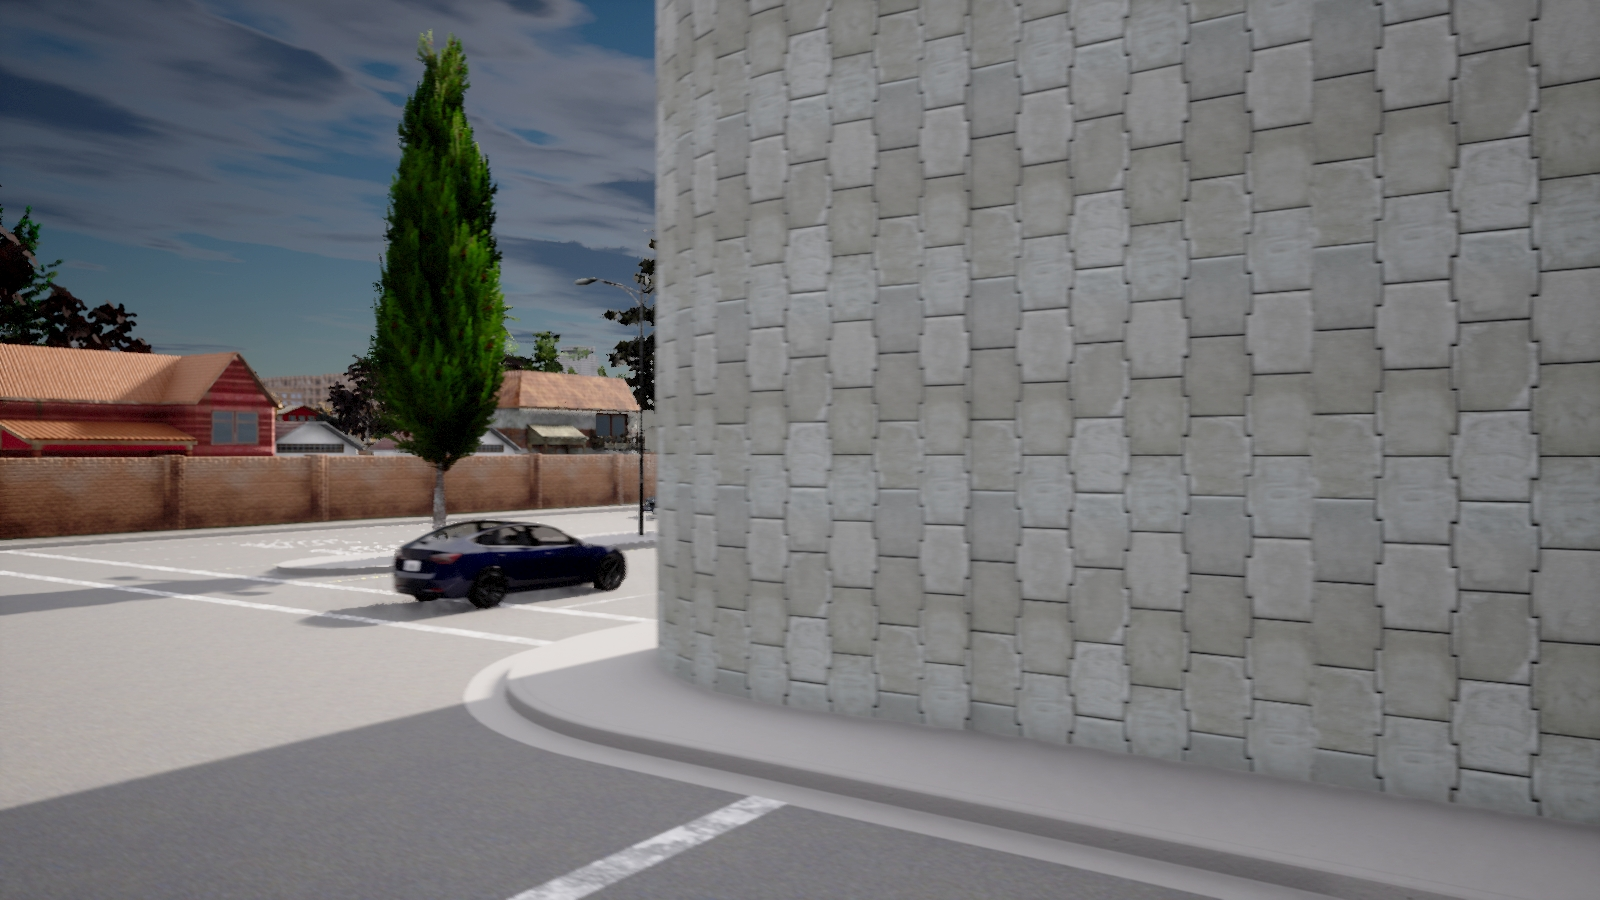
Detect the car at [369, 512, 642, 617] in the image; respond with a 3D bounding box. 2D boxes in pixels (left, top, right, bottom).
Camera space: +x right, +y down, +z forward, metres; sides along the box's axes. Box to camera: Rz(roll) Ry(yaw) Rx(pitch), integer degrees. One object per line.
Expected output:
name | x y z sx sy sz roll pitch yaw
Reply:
car | -5.458 2.065 21.808 2.163 1.488 4.792 0 0 35
